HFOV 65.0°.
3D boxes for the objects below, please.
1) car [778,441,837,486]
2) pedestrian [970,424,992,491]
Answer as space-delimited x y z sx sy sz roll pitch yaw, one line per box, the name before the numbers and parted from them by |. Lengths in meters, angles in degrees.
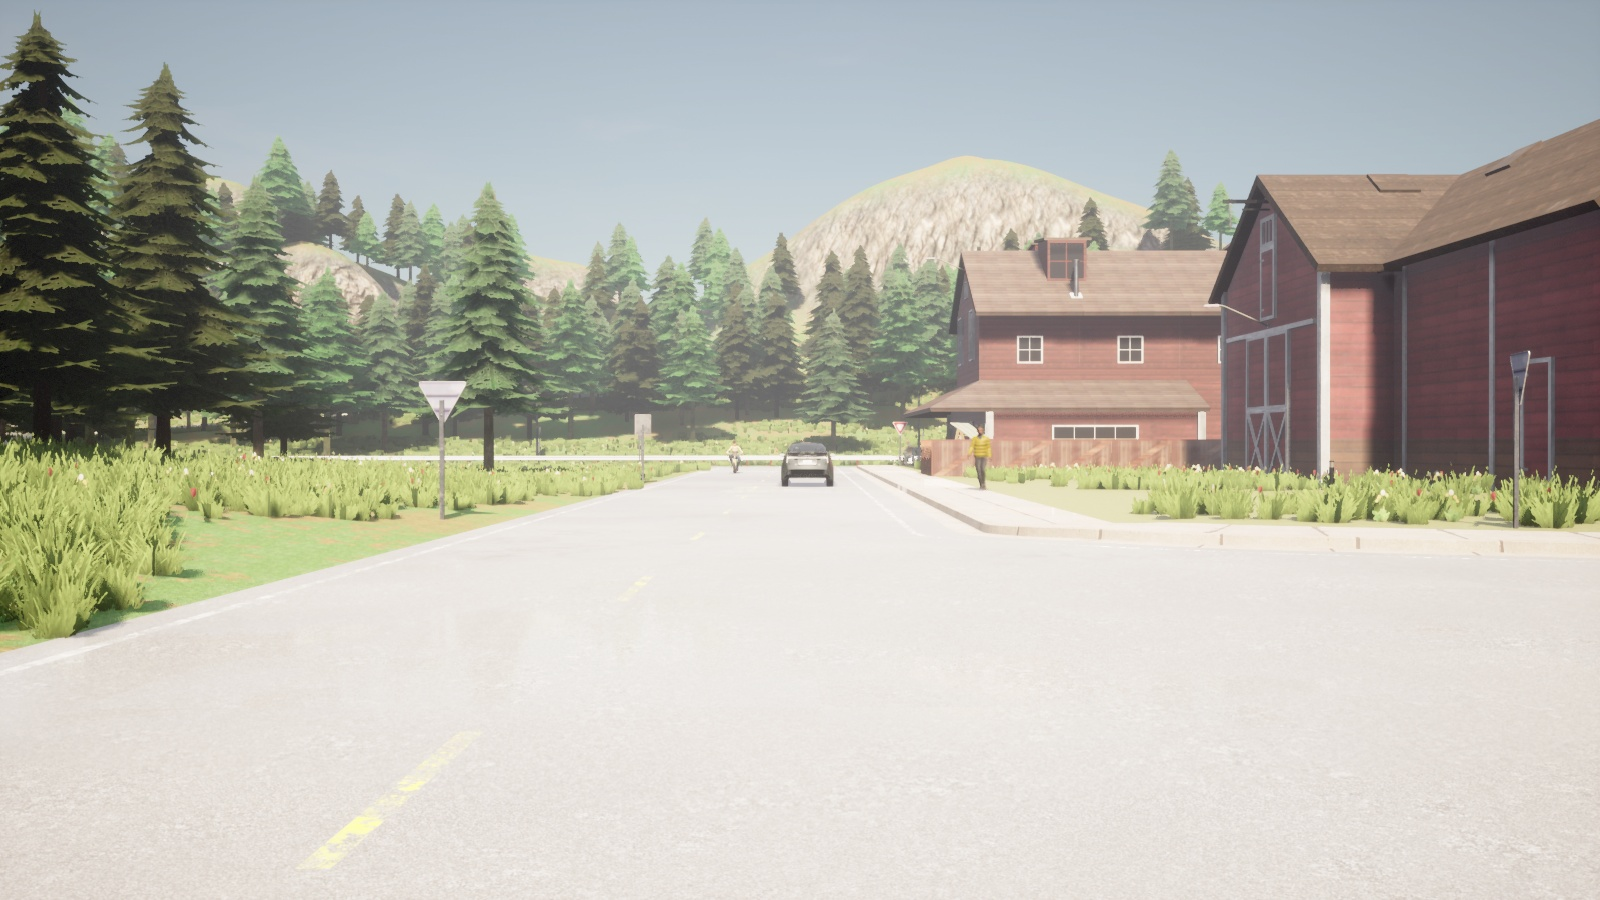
car | 0.263 0.441 44.754 2.007 1.525 4.514 0 0 0
pedestrian | 5.039 0.208 34.947 0.431 1.840 0.709 0 0 21
